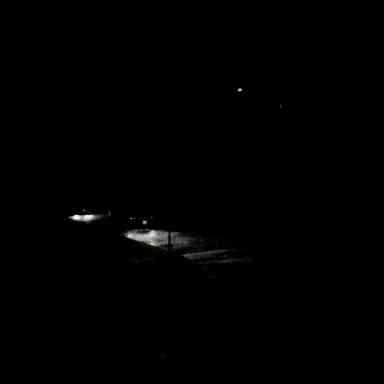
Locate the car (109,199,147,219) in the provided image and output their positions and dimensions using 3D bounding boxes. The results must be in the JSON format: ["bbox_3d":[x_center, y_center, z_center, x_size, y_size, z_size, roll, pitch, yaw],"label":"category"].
[{"bbox_3d":[-5.985,1.524,30.762,1.882,1.535,5.008,-1,0,-31],"label":"car"}]

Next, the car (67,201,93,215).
[{"bbox_3d":[-11.882,1.674,35.124,1.994,1.385,4.181,-1,0,-31],"label":"car"}]

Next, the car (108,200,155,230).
[{"bbox_3d":[-4.045,1.552,21.847,2.128,1.511,4.902,-1,0,-30],"label":"car"}]
